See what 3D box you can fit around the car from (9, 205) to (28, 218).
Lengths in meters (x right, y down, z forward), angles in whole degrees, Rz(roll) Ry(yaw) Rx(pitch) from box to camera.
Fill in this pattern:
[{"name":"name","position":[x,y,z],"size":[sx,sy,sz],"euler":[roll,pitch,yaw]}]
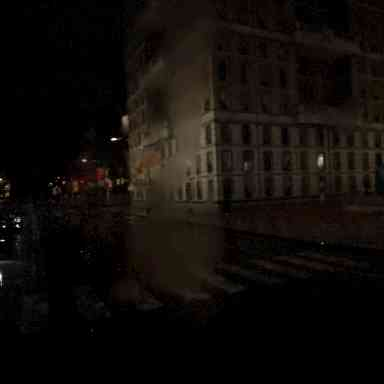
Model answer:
[{"name":"car","position":[-23.299,2.551,44.915],"size":[2.033,1.411,5.357],"euler":[-3,0,-26]}]

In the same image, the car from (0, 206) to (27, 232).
[{"name":"car","position":[-13.128,1.921,23.532],"size":[2.097,1.767,4.553],"euler":[-3,0,-25]}]

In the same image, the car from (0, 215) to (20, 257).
[{"name":"car","position":[-8.596,1.935,14.002],"size":[1.994,1.385,4.181],"euler":[-3,0,-25]}]
